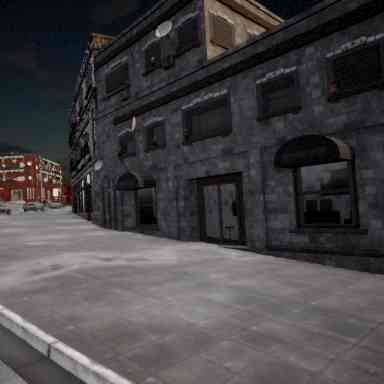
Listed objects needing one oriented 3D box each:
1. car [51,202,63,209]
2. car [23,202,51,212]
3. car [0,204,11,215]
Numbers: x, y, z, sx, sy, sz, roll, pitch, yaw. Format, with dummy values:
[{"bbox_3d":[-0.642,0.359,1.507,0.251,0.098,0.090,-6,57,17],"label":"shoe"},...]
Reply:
[{"bbox_3d":[-28.630,2.950,69.871,1.837,1.490,4.892,-3,-1,-3],"label":"car"},{"bbox_3d":[-24.096,2.255,51.046,2.128,1.511,4.902,-3,-1,-3],"label":"car"},{"bbox_3d":[-23.130,2.075,39.210,1.812,1.442,4.674,-3,-1,-5],"label":"car"}]
